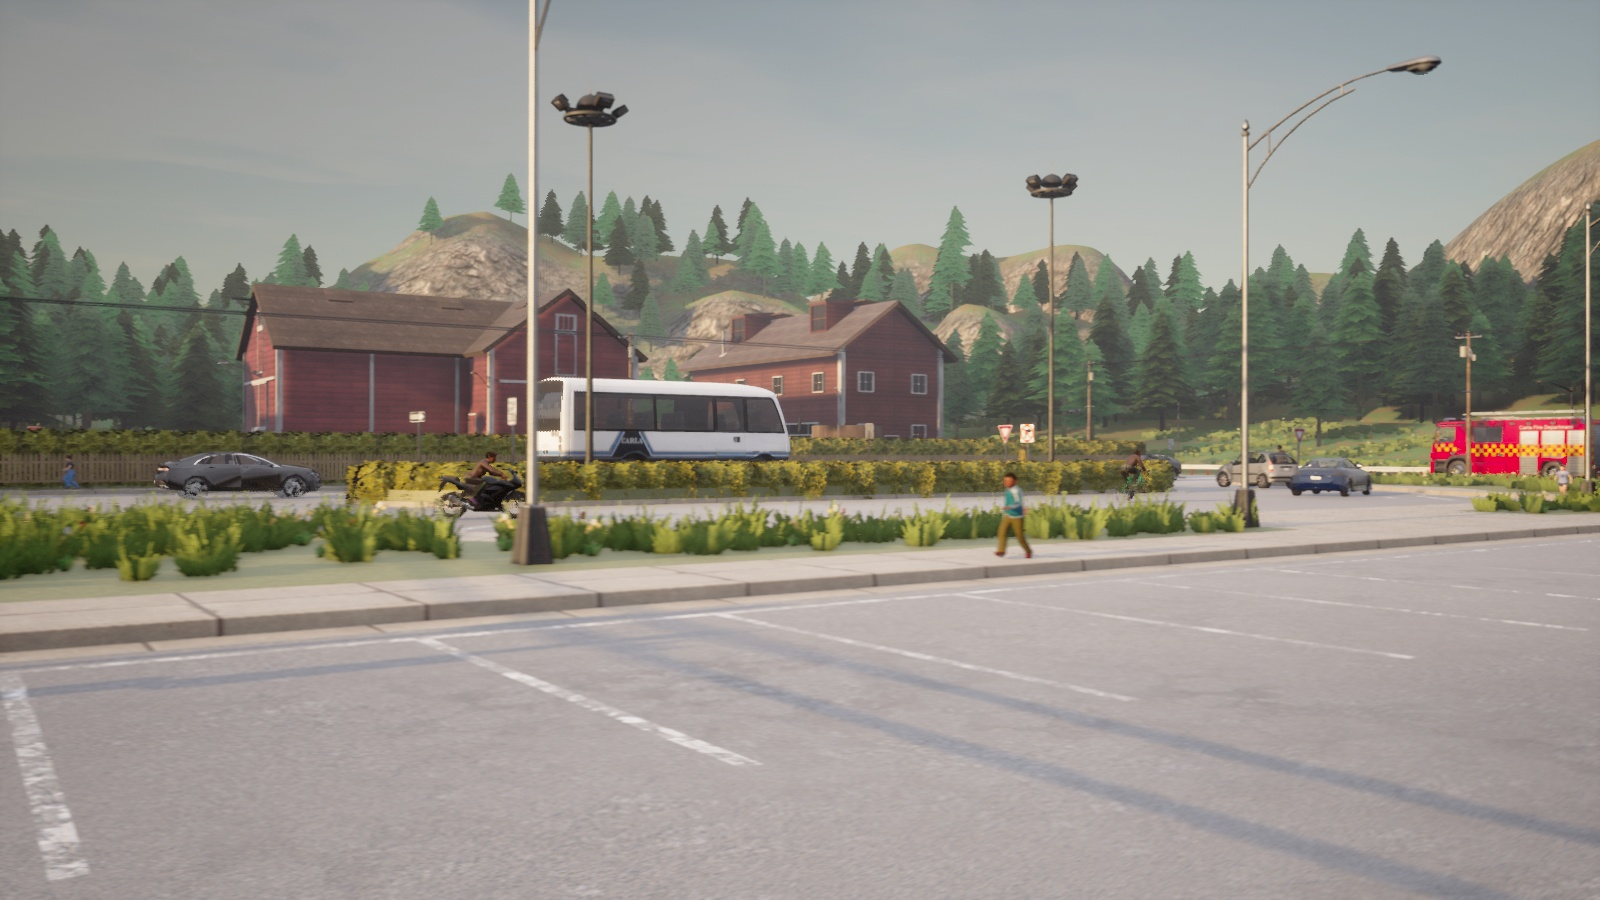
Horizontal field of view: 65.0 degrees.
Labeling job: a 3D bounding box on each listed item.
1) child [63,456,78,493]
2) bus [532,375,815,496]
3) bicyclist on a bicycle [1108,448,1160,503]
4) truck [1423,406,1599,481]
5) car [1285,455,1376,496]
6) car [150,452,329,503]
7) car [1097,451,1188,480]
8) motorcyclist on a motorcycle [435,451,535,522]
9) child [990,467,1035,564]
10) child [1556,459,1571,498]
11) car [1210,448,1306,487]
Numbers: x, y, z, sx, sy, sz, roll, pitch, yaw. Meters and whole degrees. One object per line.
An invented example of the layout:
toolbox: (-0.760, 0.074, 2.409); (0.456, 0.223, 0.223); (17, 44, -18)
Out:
child: (-25.384, 0.841, 43.715); (0.437, 1.263, 0.270); (0, 0, -35)
bus: (-4.772, -0.502, 48.783); (10.273, 4.253, 3.944); (0, 0, -34)
bicyclist on a bicycle: (10.109, 0.769, 37.984); (1.656, 1.620, 0.582); (0, 0, -34)
truck: (38.798, -0.335, 68.341); (2.891, 3.827, 8.468); (0, 0, -34)
car: (19.246, 0.879, 45.474); (1.994, 1.385, 4.181); (0, 0, 38)
car: (-17.808, 0.837, 39.942); (4.902, 1.511, 2.128); (0, 0, -34)
car: (18.855, 0.830, 69.020); (4.902, 1.511, 2.128); (0, 0, -34)
motorcyclist on a motorcycle: (-6.892, 0.809, 27.553); (2.044, 1.523, 0.797); (0, -2, -6)
child: (2.682, 0.813, 15.849); (0.448, 1.192, 0.343); (0, 0, -36)
child: (22.058, 0.818, 36.292); (0.394, 1.110, 0.255); (0, 0, -40)
car: (20.036, 0.736, 55.129); (1.851, 1.617, 3.988); (0, 0, -19)
